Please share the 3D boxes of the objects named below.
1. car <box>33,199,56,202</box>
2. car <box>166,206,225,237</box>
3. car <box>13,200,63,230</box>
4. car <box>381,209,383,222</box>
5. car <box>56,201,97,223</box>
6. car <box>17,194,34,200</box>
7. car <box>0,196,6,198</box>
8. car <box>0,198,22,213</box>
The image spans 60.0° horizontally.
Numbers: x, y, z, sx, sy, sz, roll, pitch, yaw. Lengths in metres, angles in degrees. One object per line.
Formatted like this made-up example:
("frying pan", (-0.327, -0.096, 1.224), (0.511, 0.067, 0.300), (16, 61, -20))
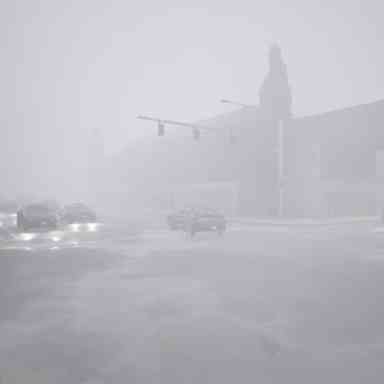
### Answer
("car", (-15.195, 1.570, 35.383), (1.837, 1.490, 4.892), (0, 0, -34))
("car", (0.062, 1.563, 18.762), (2.128, 1.511, 4.902), (1, 0, -25))
("car", (-9.993, 1.537, 21.363), (1.837, 1.490, 4.892), (0, 1, -34))
("car", (16.578, 1.393, 25.093), (5.566, 2.045, 2.150), (0, 0, -35))
("car", (-8.984, 1.622, 26.104), (1.994, 1.385, 4.181), (0, 0, -34))
("car", (-25.973, 1.304, 51.741), (2.150, 2.045, 5.566), (0, -1, -33))
("car", (-29.532, 1.197, 50.798), (1.812, 1.442, 4.674), (0, 0, -34))
("car", (-21.028, 1.648, 37.841), (1.895, 1.301, 4.718), (0, 0, -34))
